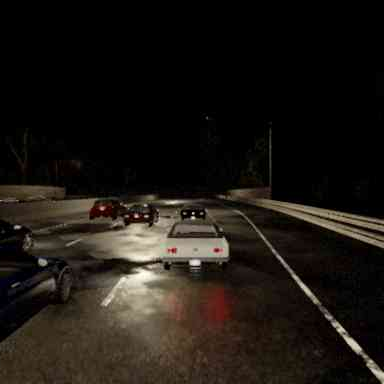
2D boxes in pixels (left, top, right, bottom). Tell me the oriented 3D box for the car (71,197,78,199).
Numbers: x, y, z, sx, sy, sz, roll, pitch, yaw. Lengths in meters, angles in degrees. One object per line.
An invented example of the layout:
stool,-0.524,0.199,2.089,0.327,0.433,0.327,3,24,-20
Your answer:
car,-28.002,1.331,77.458,2.033,1.411,5.357,0,0,0

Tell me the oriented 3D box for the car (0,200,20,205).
car,-21.091,1.586,37.546,1.895,1.301,4.718,0,0,0

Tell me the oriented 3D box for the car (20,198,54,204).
car,-17.587,1.477,39.003,2.128,1.511,4.902,0,0,0

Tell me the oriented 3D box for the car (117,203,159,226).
car,-3.413,1.534,22.994,2.033,1.411,5.357,0,0,0

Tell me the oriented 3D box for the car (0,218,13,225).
car,-6.911,1.498,10.641,1.837,1.490,4.892,0,0,0

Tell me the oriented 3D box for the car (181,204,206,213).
car,0.093,1.587,26.397,1.895,1.301,4.718,0,0,0

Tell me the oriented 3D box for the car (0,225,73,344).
car,-3.426,1.521,5.115,1.812,1.442,4.674,0,0,0

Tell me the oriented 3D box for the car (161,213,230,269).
car,0.093,1.593,11.105,1.895,1.301,4.718,0,0,0

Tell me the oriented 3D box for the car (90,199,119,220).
car,-6.907,1.338,27.723,2.097,1.767,4.553,0,0,0
